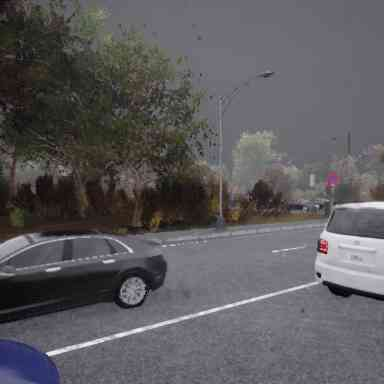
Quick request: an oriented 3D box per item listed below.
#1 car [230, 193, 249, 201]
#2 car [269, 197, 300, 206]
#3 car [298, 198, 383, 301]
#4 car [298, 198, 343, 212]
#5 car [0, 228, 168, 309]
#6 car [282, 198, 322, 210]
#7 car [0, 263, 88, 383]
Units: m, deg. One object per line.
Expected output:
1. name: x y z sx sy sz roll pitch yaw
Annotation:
1. car: 7.294 1.213 47.085 2.150 2.045 5.566 0 0 -32
2. car: 15.136 1.585 54.696 1.895 1.301 4.718 0 0 -32
3. car: 5.050 1.221 7.356 5.566 2.045 2.150 0 0 -35
4. car: 15.569 1.491 40.540 2.128 1.511 4.902 0 0 -32
5. car: -2.785 1.505 6.307 4.892 1.490 1.837 0 0 -36
6. car: 12.539 1.491 38.756 2.128 1.511 4.902 0 0 -33
7. car: -3.070 1.526 1.553 4.674 1.442 1.812 0 0 -36
